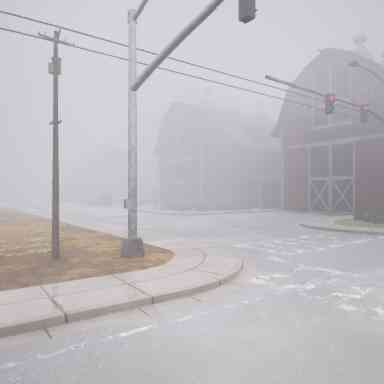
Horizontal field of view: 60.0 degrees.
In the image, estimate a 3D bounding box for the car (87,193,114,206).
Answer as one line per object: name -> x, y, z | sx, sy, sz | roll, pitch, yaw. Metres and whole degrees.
car -> -13.828, 1.118, 50.596 | 3.866, 1.878, 1.905 | -2, 5, 11
